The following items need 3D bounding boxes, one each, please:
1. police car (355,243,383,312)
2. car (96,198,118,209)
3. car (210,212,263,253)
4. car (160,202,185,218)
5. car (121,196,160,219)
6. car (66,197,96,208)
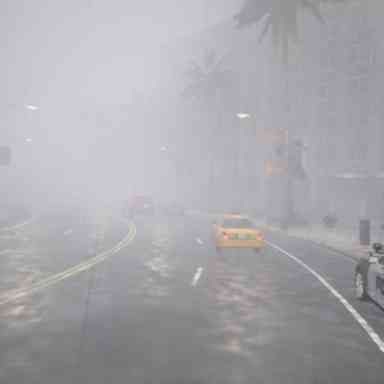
[{"bbox_3d":[4.447,1.653,5.947,1.930,1.638,5.238,2,-1,11],"label":"police car"},{"bbox_3d":[-12.646,1.566,48.353,1.882,1.535,5.008,3,-1,-44],"label":"car"},{"bbox_3d":[1.881,1.695,15.081,1.801,1.575,5.366,2,-1,0],"label":"car"},{"bbox_3d":[-2.278,1.785,33.294,2.128,1.511,4.902,2,-1,-23],"label":"car"},{"bbox_3d":[-5.105,1.385,31.305,2.150,2.045,5.566,2,-1,-23],"label":"car"},{"bbox_3d":[-16.022,1.427,46.816,5.008,1.535,1.882,1,-1,45],"label":"car"}]
